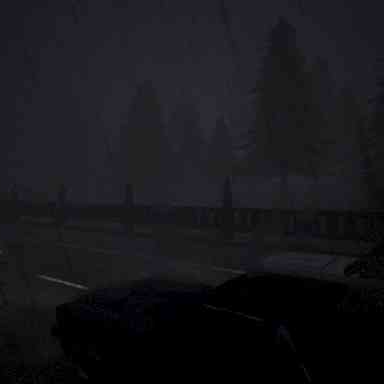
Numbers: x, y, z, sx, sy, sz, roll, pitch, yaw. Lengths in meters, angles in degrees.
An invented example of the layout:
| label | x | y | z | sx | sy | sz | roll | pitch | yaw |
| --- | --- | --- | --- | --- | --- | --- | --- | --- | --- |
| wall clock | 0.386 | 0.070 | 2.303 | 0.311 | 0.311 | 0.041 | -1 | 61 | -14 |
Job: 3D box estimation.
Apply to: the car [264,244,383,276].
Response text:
| label | x | y | z | sx | sy | sz | roll | pitch | yaw |
| --- | --- | --- | --- | --- | --- | --- | --- | --- | --- |
| car | 3.410 | 1.601 | 5.856 | 4.718 | 1.301 | 1.895 | 0 | 0 | 36 |

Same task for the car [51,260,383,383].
| label | x | y | z | sx | sy | sz | roll | pitch | yaw |
| --- | --- | --- | --- | --- | --- | --- | --- | --- | --- |
| car | 0.555 | 1.602 | 3.594 | 4.718 | 1.301 | 1.895 | 0 | 0 | 36 |
